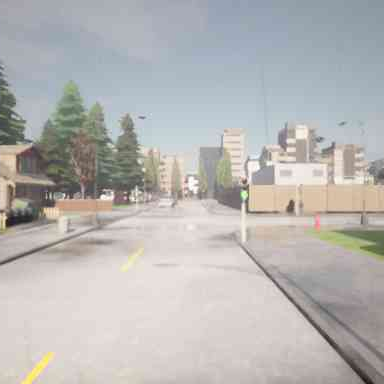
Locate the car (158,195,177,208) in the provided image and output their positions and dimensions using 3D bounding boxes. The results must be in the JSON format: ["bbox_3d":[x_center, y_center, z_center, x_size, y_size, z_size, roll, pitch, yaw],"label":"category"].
[{"bbox_3d":[-4.043,1.481,52.976,2.150,2.045,5.566,0,0,0],"label":"car"}]
